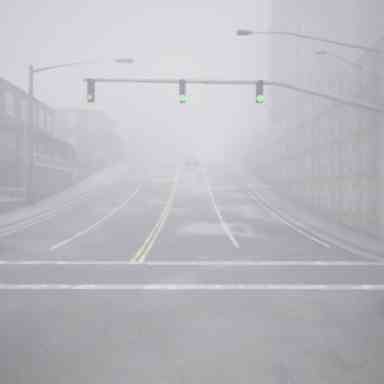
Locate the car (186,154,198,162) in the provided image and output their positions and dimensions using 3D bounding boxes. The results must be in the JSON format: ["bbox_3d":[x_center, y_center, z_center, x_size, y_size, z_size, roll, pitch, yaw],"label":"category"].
[{"bbox_3d":[-0.012,-5.962,58.307,1.994,1.385,4.181,0,5,0],"label":"car"}]

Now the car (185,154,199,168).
[{"bbox_3d":[-0.010,-4.608,48.269,2.097,1.767,4.553,0,12,0],"label":"car"}]
